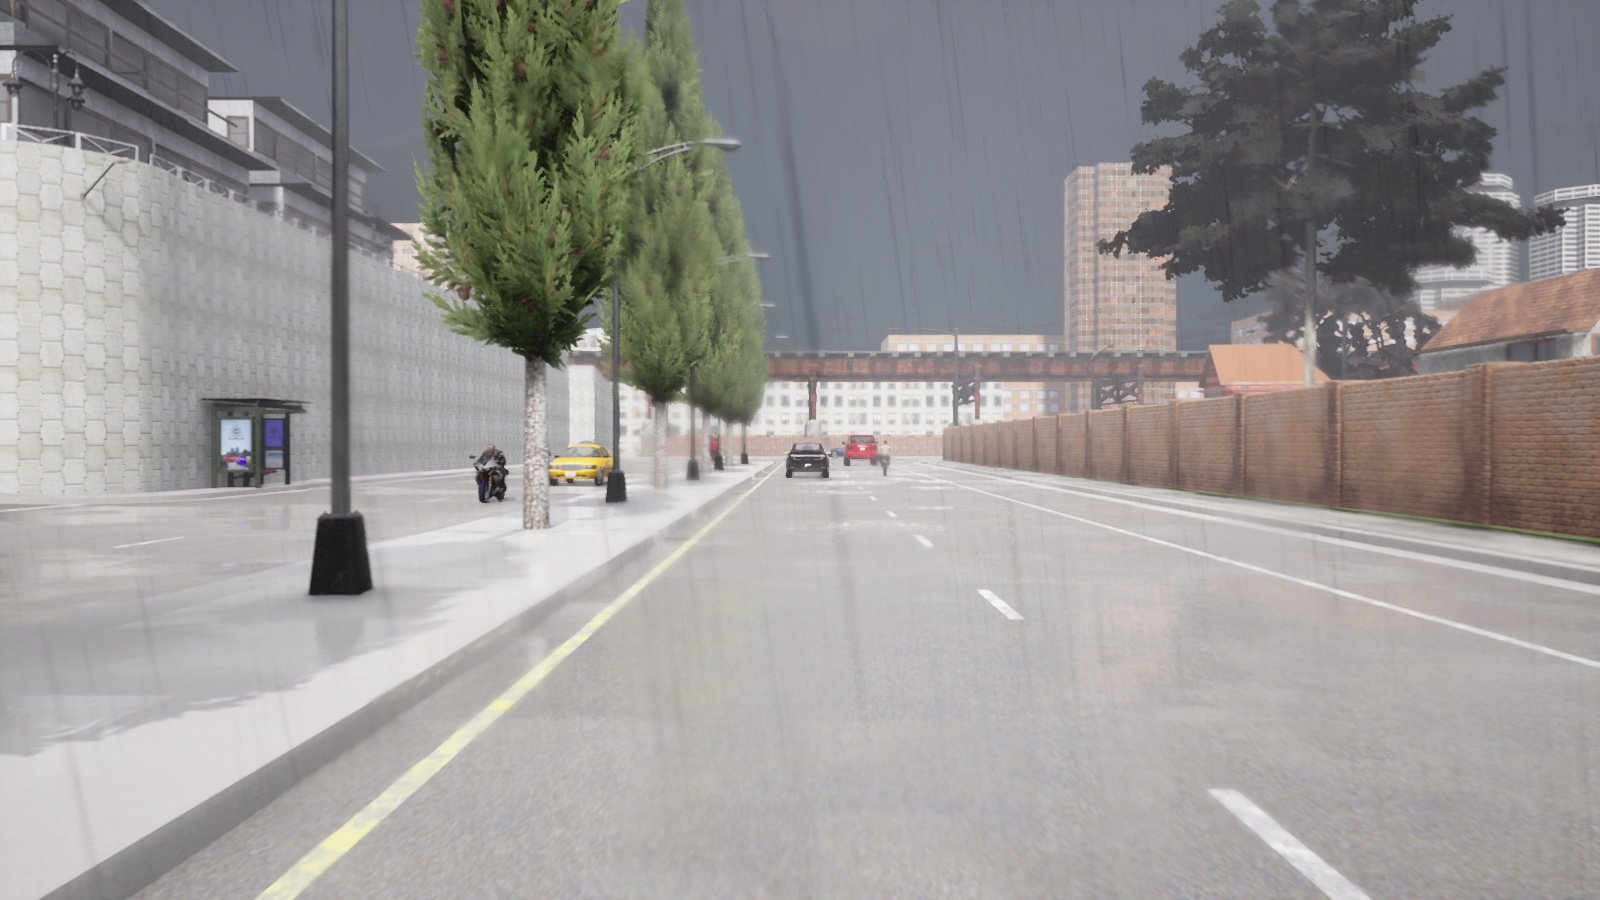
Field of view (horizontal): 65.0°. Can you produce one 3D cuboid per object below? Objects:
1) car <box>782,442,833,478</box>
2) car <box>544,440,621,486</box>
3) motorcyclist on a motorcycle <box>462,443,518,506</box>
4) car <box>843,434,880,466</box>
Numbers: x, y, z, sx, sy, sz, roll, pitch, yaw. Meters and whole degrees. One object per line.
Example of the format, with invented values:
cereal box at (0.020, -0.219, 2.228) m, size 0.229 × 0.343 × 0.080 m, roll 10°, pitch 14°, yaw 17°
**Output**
car at (0.328, 0.393, 55.021) m, size 2.128 × 1.511 × 4.902 m, roll 0°, pitch 0°, yaw 0°
car at (-7.723, 0.425, 45.043) m, size 1.801 × 1.575 × 5.366 m, roll 0°, pitch 0°, yaw 0°
motorcyclist on a motorcycle at (-7.805, 0.597, 31.698) m, size 0.866 × 1.530 × 2.191 m, roll 0°, pitch 0°, yaw 0°
car at (3.984, 0.004, 82.370) m, size 2.150 × 2.045 × 5.566 m, roll 0°, pitch 0°, yaw 0°
